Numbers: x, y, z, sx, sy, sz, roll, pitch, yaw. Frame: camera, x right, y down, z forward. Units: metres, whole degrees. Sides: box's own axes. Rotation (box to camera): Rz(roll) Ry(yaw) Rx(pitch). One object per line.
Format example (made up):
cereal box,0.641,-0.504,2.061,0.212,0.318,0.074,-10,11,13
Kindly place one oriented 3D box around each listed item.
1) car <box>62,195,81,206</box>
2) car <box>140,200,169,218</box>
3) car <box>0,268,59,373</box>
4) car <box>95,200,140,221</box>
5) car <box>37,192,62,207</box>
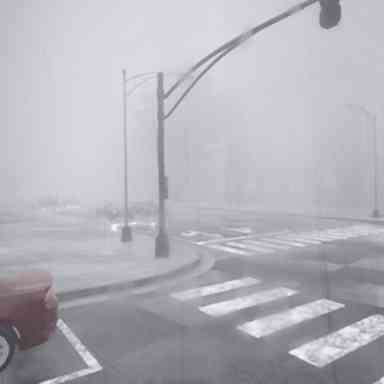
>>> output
car,-17.379,1.196,47.569,1.994,1.385,4.181,-1,1,-35
car,-3.687,1.385,28.219,1.994,1.385,4.181,-1,1,-35
car,-3.961,1.545,3.836,4.507,1.381,1.887,0,-1,-35
car,-6.177,1.397,26.112,1.812,1.442,4.674,-1,1,-35
car,-19.386,1.166,44.766,1.882,1.535,5.008,-1,1,-35
